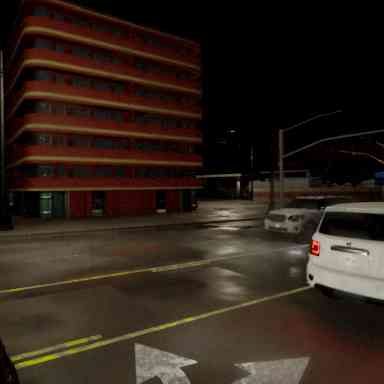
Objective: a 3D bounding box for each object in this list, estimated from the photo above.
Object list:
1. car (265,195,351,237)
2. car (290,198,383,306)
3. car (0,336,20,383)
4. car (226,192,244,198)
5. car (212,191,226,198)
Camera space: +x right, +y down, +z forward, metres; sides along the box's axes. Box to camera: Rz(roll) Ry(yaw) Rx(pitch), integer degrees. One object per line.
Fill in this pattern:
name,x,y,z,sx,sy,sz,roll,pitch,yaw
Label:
car,6.201,1.193,16.918,5.566,2.045,2.150,0,0,-35
car,4.831,1.217,7.171,5.566,2.045,2.150,0,0,-35
car,-3.687,1.223,1.123,5.566,2.045,2.150,0,0,-35
car,11.456,0.816,85.134,3.806,1.475,1.970,-1,1,-35
car,7.490,0.669,89.361,4.611,1.667,2.242,-1,1,-35
